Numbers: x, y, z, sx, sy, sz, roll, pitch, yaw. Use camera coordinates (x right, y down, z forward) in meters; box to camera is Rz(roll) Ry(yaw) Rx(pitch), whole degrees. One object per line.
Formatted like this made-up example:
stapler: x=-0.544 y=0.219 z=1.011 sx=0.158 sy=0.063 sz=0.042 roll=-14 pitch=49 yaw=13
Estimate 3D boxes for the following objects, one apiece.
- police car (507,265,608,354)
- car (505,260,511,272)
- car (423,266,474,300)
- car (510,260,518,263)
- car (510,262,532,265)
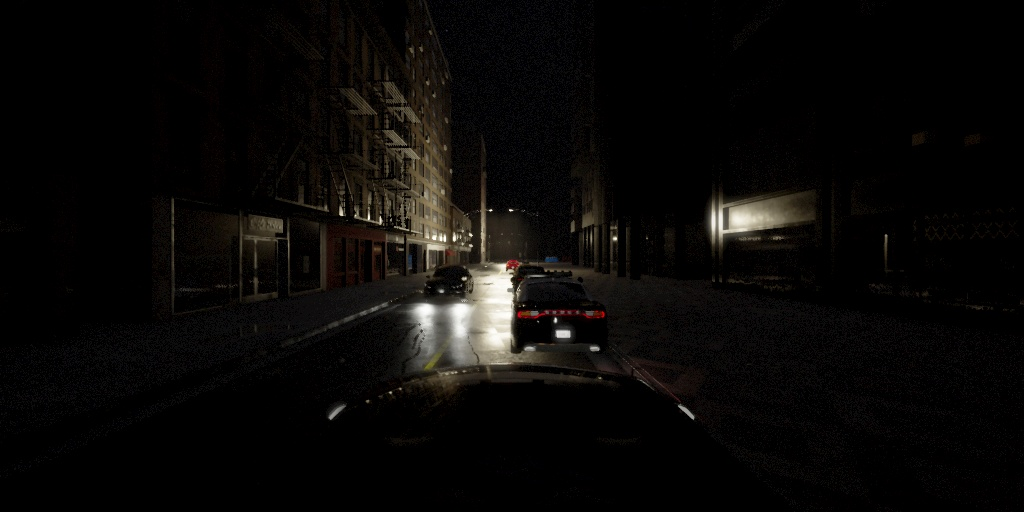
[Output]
police car: x=0.914 y=1.175 z=8.912 sx=1.930 sy=1.638 sz=5.238 roll=0 pitch=0 yaw=0
car: x=0.143 y=1.301 z=47.403 sx=1.812 sy=1.442 sz=4.674 roll=0 pitch=0 yaw=1
car: x=-2.966 y=1.255 z=17.584 sx=1.837 sy=1.490 sz=4.892 roll=0 pitch=0 yaw=0
car: x=0.953 y=1.209 z=24.993 sx=1.801 sy=1.575 sz=5.366 roll=0 pitch=0 yaw=0
car: x=0.938 y=1.256 z=18.802 sx=1.837 sy=1.490 sz=4.892 roll=0 pitch=0 yaw=0
